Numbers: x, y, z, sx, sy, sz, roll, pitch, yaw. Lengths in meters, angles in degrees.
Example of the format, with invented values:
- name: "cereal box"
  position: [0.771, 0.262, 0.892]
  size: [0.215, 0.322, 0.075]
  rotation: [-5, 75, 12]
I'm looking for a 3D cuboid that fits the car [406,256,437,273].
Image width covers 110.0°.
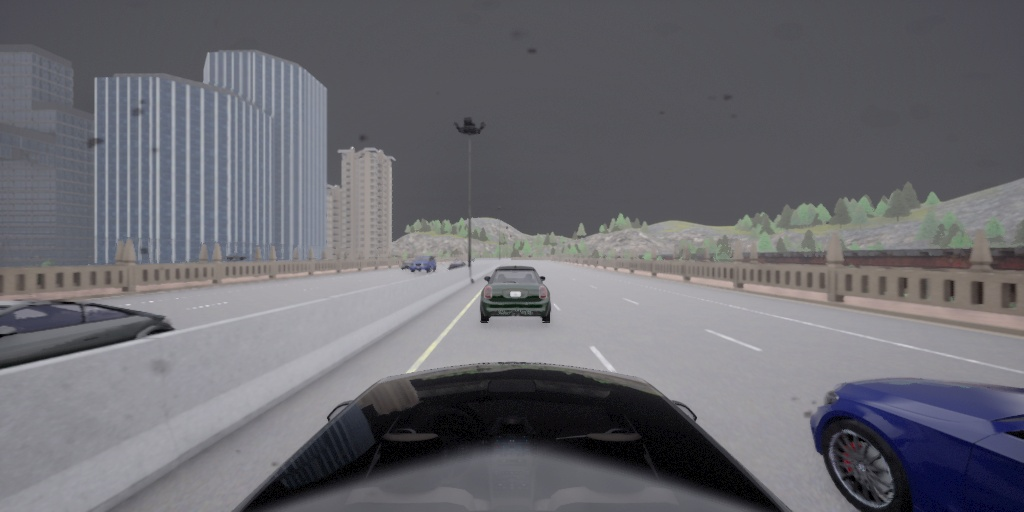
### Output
- name: "car"
  position: [-10.570, 0.985, 43.178]
  size: [2.150, 2.045, 5.566]
  rotation: [0, 0, 0]

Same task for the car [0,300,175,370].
- name: "car"
  position: [-7.098, 1.315, 4.799]
  size: [1.994, 1.385, 4.181]
  rotation: [0, 0, 0]

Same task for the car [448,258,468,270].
- name: "car"
  position: [-7.064, 1.310, 47.210]
  size: [2.033, 1.411, 5.357]
  rotation: [0, 0, 0]

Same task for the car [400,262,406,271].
- name: "car"
  position: [-14.039, 1.329, 50.032]
  size: [1.994, 1.385, 4.181]
  rotation: [0, 0, 0]

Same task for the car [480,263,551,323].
- name: "car"
  position: [0.104, 1.105, 12.310]
  size: [2.097, 1.767, 4.553]
  rotation: [0, 0, 0]

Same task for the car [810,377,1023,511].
- name: "car"
  position: [3.600, 1.275, 1.251]
  size: [1.812, 1.442, 4.674]
  rotation: [0, 0, 0]
